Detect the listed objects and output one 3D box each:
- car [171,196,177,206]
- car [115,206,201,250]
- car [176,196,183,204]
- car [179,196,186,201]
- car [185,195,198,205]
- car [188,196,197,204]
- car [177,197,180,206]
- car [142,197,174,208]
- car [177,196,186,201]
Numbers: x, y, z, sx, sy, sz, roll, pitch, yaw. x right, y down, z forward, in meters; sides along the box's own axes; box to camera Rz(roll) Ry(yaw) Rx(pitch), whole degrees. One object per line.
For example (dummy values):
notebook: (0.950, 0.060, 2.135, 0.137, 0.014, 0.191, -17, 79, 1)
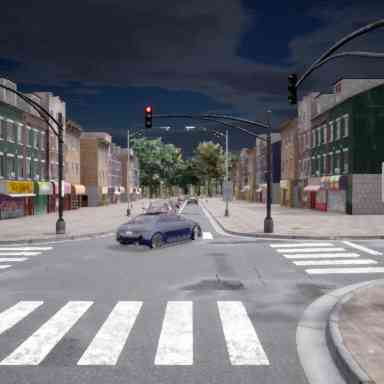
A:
car: (-2.639, 1.448, 30.018, 1.967, 1.590, 4.097, -1, 0, 0)
car: (-1.352, 1.564, 14.649, 1.994, 1.385, 4.181, 0, 0, 34)
car: (-2.634, 1.570, 46.322, 1.887, 1.381, 4.507, -1, 0, 0)
car: (-2.621, 1.678, 89.800, 1.802, 1.307, 4.206, -1, 0, 0)
car: (0.114, 1.569, 59.348, 1.812, 1.442, 4.674, 0, 0, 0)
car: (0.112, 1.535, 68.463, 1.882, 1.535, 5.008, 0, 0, 0)
car: (-2.636, 1.579, 35.452, 1.947, 1.339, 4.313, -1, 0, 0)
car: (-2.641, 1.444, 24.583, 1.967, 1.590, 4.097, -1, 0, 0)
car: (-2.623, 1.651, 84.365, 1.947, 1.339, 4.313, -1, 0, 0)
